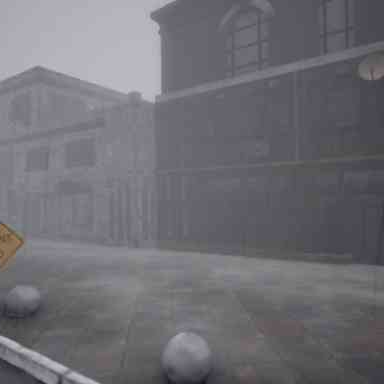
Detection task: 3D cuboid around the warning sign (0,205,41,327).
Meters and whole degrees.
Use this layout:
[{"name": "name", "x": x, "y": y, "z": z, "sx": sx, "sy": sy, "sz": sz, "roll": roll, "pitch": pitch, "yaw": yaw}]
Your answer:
[{"name": "warning sign", "x": -3.410, "y": 1.176, "z": 5.498, "sx": 1.060, "sy": 1.860, "sz": 1.300, "roll": -1, "pitch": 0, "yaw": 35}]
